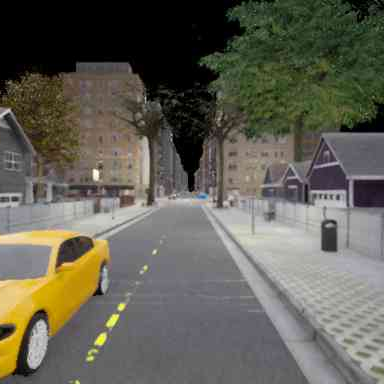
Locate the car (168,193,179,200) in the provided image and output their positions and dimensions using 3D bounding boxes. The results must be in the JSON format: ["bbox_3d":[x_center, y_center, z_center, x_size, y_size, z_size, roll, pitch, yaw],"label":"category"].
[{"bbox_3d":[-5.246,1.372,86.827,1.947,1.339,4.313,0,0,0],"label":"car"}]

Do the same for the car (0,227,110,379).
[{"bbox_3d":[-2.825,1.464,5.752,1.882,1.535,5.008,0,0,0],"label":"car"}]

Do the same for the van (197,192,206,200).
[{"bbox_3d":[2.780,1.146,86.843,1.690,1.788,3.998,0,0,0],"label":"van"}]
